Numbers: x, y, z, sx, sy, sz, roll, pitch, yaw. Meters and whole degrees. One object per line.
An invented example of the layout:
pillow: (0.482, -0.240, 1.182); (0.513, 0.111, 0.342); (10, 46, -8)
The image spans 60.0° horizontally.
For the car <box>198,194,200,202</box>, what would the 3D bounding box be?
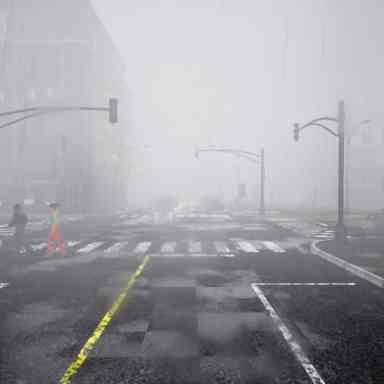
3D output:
car: (2.579, 1.488, 60.678); (1.887, 1.381, 4.507); (-1, 0, 0)

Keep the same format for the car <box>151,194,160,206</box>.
car: (-5.762, 1.518, 54.990); (1.947, 1.339, 4.313); (-1, 0, 0)

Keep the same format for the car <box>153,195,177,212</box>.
car: (-3.139, 1.450, 39.316); (1.882, 1.535, 5.008); (0, 0, 0)

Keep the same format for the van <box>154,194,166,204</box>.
van: (-5.772, 1.284, 60.635); (1.690, 1.788, 3.998); (-1, 0, 0)

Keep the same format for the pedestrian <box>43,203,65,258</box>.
pedestrian: (-4.661, 1.291, 11.224); (0.375, 1.860, 0.375); (-1, 1, 0)

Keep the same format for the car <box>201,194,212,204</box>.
car: (2.596, 1.407, 43.740); (1.967, 1.590, 4.097); (-1, 0, 0)

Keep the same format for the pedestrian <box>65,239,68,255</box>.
pedestrian: (-4.992, 1.290, 12.421); (0.375, 1.860, 0.375); (-1, 1, 0)

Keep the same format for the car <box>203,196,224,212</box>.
car: (2.604, 1.519, 38.095); (1.887, 1.381, 4.507); (-1, 0, 0)

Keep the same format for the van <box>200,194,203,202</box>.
van: (2.582, 1.293, 55.032); (1.690, 1.788, 3.998); (-1, 0, 0)

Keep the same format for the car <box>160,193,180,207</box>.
car: (-3.145, 1.313, 48.630); (2.097, 1.767, 4.553); (0, 0, 0)

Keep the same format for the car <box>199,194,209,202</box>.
car: (2.565, 1.363, 71.969); (1.967, 1.590, 4.097); (-1, 0, 0)

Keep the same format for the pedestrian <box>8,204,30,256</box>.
pedestrian: (-6.159, 1.290, 11.828); (0.375, 1.860, 0.375); (-1, 1, 0)

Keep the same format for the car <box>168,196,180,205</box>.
car: (-3.144, 1.510, 58.595); (1.994, 1.385, 4.181); (0, 0, 0)

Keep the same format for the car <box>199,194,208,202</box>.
car: (2.565, 1.351, 77.615); (1.967, 1.590, 4.097); (-1, 0, 0)

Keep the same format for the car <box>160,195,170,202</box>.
car: (-5.781, 1.467, 71.927); (1.887, 1.381, 4.507); (-1, 0, 0)

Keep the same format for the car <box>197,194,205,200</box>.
car: (2.576, 1.311, 94.553); (1.967, 1.590, 4.097); (-1, 0, 0)

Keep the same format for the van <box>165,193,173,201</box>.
van: (-5.796, 1.239, 83.221); (1.690, 1.788, 3.998); (-1, 0, 0)

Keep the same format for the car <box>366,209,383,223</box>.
car: (14.824, 1.605, 23.737); (4.181, 1.385, 1.994); (0, 1, 1)
